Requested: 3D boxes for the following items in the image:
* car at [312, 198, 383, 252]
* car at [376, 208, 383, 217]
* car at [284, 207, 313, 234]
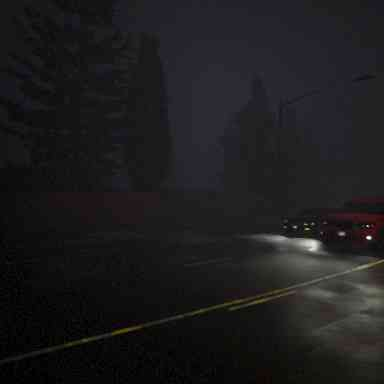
[{"bbox_3d":[7.860,1.297,14.766,5.566,2.045,2.150,1,0,-42],"label":"car"},{"bbox_3d":[30.760,3.249,53.136,1.812,1.442,4.674,1,-2,23],"label":"car"},{"bbox_3d":[7.066,1.595,18.828,4.892,1.490,1.837,1,0,-44],"label":"car"}]
